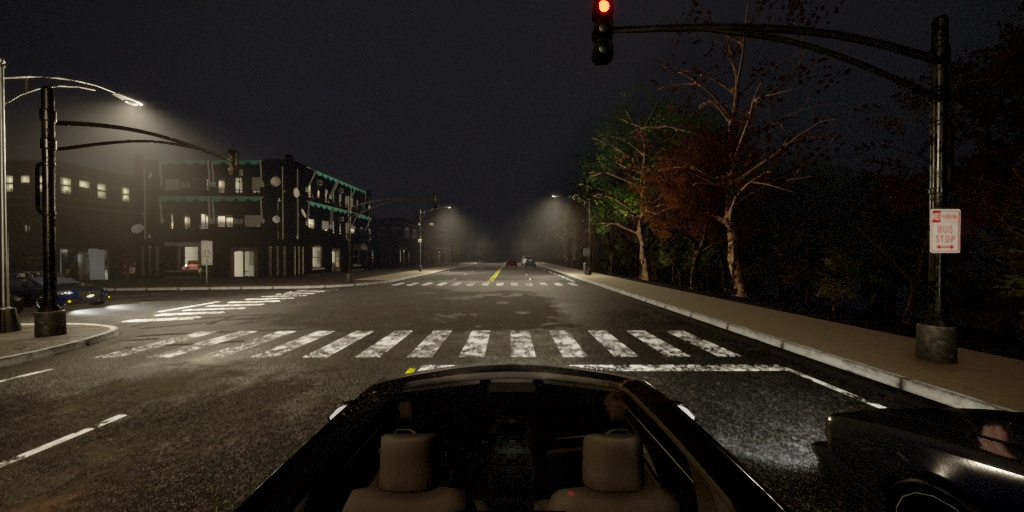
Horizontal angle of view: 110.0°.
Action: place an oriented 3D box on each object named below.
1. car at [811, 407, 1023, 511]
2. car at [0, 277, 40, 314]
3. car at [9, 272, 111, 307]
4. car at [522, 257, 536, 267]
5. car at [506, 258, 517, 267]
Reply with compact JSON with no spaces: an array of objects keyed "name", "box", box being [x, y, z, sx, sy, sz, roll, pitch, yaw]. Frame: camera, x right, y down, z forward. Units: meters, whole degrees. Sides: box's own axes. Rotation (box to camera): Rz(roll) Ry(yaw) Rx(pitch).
[{"name":"car","box":[3.354,1.298,0.392,2.033,1.411,5.357,0,0,0]},{"name":"car","box":[-19.973,1.565,12.496,4.313,1.339,1.948,0,0,0]},{"name":"car","box":[-19.866,1.534,15.202,4.181,1.385,1.994,-1,1,0]},{"name":"car","box":[3.202,1.274,63.173,2.033,1.411,5.357,0,0,0]},{"name":"car","box":[-0.051,1.204,63.140,1.882,1.535,5.008,0,0,0]}]
